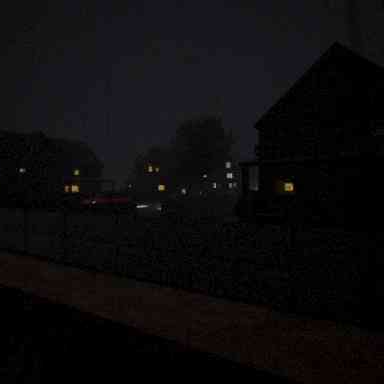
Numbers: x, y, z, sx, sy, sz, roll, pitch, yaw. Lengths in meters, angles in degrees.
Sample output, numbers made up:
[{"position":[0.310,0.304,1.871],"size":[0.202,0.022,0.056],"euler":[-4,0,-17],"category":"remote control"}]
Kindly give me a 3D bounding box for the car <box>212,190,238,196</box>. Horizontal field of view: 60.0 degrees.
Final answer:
[{"position":[4.446,0.504,44.522],"size":[2.128,1.511,4.902],"euler":[1,2,36],"category":"car"}]

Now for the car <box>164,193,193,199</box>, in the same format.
[{"position":[-1.404,0.811,36.329],"size":[1.994,1.385,4.181],"euler":[1,2,35],"category":"car"}]

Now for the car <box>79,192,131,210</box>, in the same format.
[{"position":[-7.266,0.836,28.070],"size":[2.097,1.767,4.553],"euler":[1,2,35],"category":"car"}]
